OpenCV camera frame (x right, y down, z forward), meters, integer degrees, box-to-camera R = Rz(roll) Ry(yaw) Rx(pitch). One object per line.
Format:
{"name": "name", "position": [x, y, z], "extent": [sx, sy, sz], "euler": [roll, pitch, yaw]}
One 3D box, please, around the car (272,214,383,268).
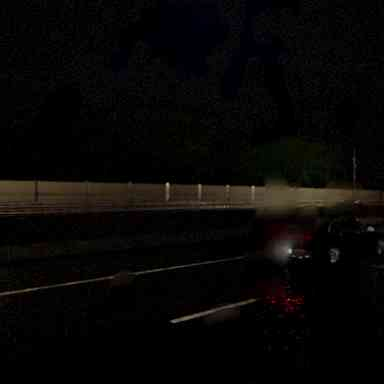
{"name": "car", "position": [4.881, 1.538, 11.545], "extent": [4.892, 1.490, 1.837], "euler": [0, 0, -36]}

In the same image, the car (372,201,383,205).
{"name": "car", "position": [25.321, 1.847, 43.519], "extent": [5.008, 1.535, 1.882], "euler": [1, -1, -35]}

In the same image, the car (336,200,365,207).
{"name": "car", "position": [21.469, 1.831, 45.096], "extent": [4.902, 1.511, 2.128], "euler": [1, -1, -35]}
